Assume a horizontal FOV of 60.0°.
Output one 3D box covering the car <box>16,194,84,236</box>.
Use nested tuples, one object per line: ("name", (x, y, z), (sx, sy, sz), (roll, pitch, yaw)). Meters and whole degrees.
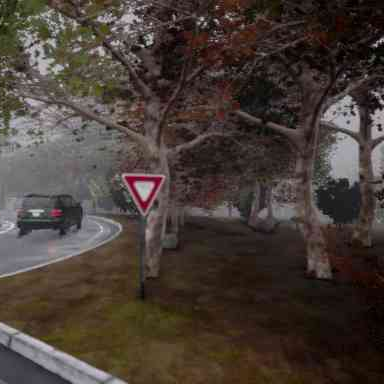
("car", (-7.388, 1.108, 17.844), (2.150, 2.045, 5.566), (1, 0, -6))
